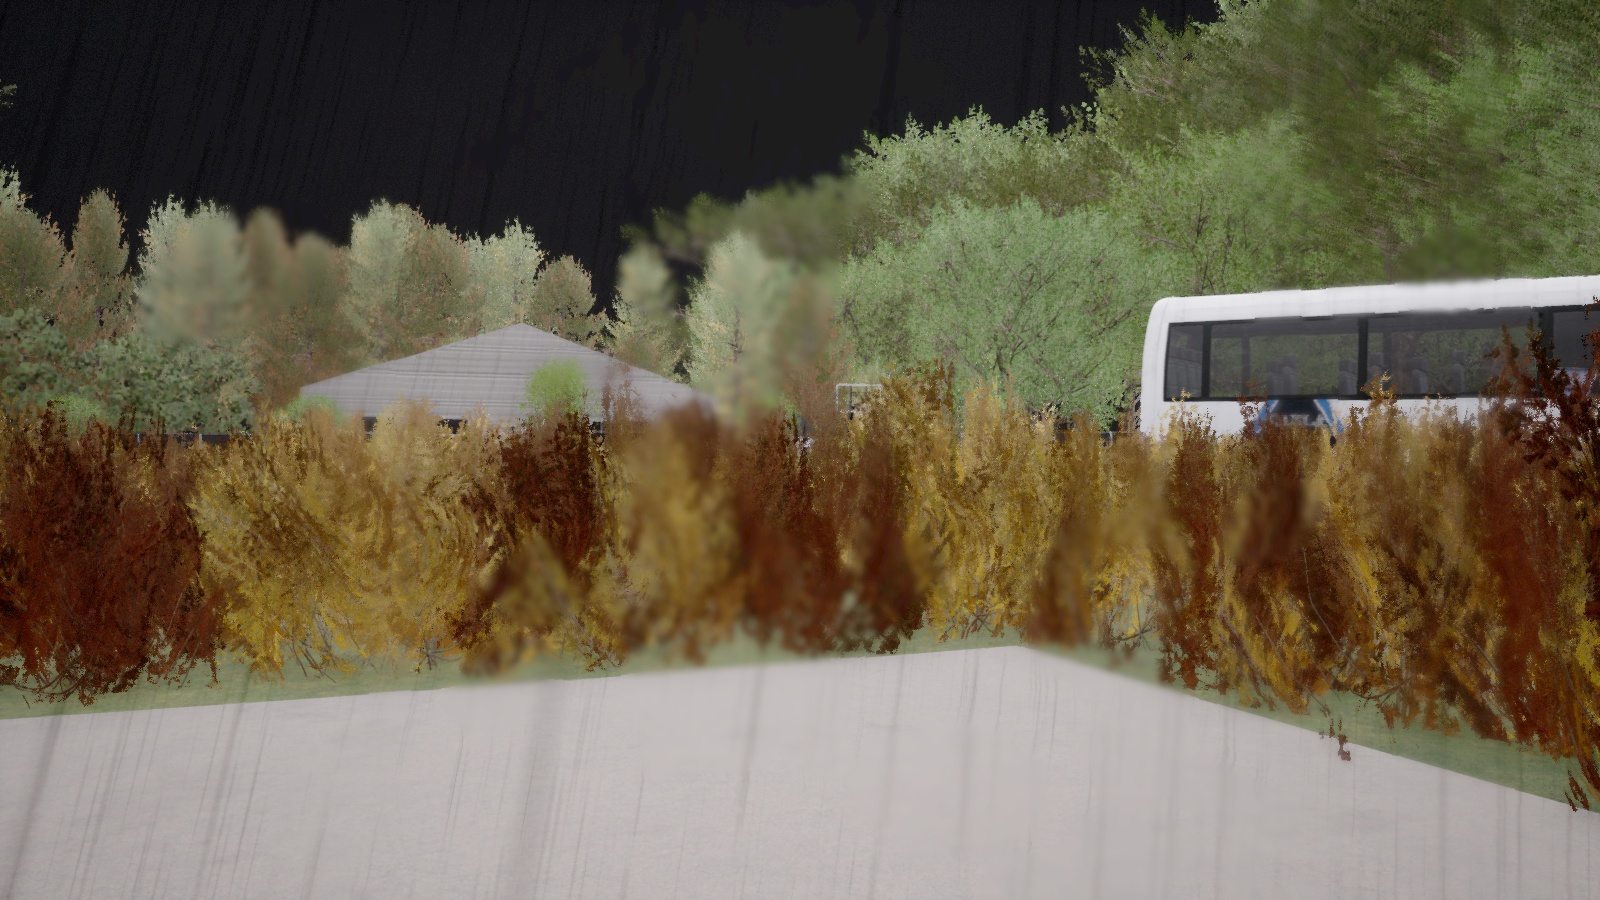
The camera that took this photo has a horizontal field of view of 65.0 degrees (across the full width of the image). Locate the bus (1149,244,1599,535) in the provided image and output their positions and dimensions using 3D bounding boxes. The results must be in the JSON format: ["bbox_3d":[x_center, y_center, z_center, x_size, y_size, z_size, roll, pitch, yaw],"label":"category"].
[{"bbox_3d":[11.502,-0.900,20.820,10.273,4.253,3.944,-1,0,32],"label":"bus"}]
